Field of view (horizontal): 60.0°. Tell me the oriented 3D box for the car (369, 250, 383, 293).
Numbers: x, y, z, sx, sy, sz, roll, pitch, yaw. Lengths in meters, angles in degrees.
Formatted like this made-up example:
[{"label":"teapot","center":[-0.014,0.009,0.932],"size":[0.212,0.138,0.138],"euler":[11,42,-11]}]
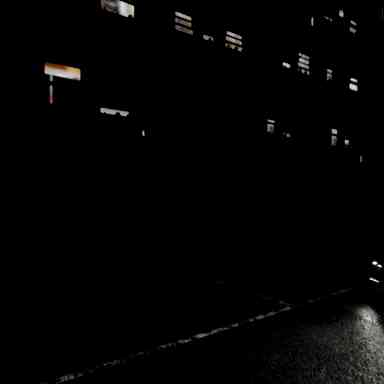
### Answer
[{"label":"car","center":[5.945,1.491,7.630],"size":[4.902,1.511,2.128],"euler":[0,0,-36]}]
